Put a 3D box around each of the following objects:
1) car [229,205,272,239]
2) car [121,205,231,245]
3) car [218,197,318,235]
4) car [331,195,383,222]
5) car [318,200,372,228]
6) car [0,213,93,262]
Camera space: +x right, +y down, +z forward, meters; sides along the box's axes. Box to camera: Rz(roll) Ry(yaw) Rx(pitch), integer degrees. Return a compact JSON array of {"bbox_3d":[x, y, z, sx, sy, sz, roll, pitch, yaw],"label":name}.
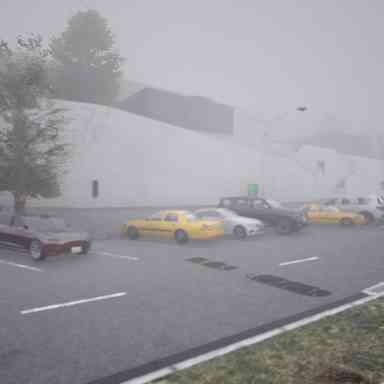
[{"bbox_3d":[1.509,1.587,17.657,4.674,1.452,2.002,-1,-1,34],"label":"car"},{"bbox_3d":[-1.090,1.537,16.008,5.366,1.575,1.946,-1,-1,35],"label":"car"},{"bbox_3d":[3.983,1.304,19.389,5.566,2.045,2.435,-1,-1,35],"label":"car"},{"bbox_3d":[11.264,1.289,24.646,5.566,2.045,2.435,-1,0,34],"label":"car"},{"bbox_3d":[8.998,1.544,22.783,5.366,1.575,1.946,-1,-1,34],"label":"car"},{"bbox_3d":[-5.797,1.541,12.407,4.792,1.488,2.163,-1,-1,34],"label":"car"}]
